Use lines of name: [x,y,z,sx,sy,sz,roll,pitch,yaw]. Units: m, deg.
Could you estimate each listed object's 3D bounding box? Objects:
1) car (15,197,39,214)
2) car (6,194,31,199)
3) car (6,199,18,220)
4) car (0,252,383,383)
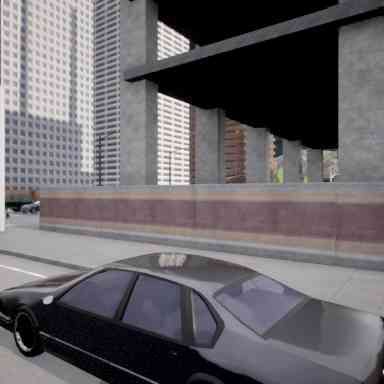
car: [-15.744,1.526,35.357,1.812,1.442,4.674,0,0,36]
car: [-19.885,1.221,35.634,2.150,2.045,5.566,0,0,36]
car: [-15.447,1.491,23.411,2.128,1.511,4.902,0,0,35]
car: [-0.417,1.547,4.288,5.357,1.411,2.033,0,0,35]
